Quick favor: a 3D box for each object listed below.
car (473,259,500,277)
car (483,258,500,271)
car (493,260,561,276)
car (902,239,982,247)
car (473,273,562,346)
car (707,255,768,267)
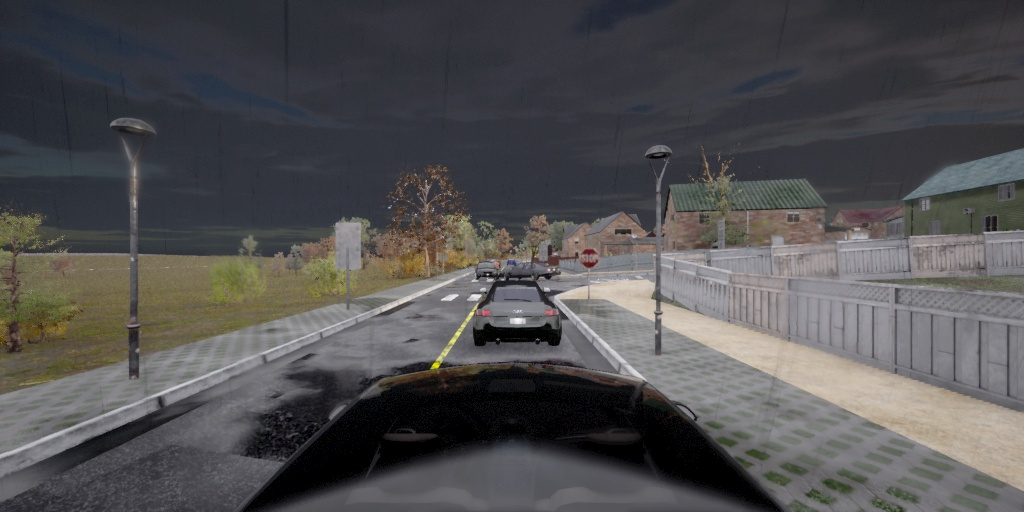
[{"bbox_3d":[-2.294,1.258,31.336,1.837,1.490,4.892,0,0,-8],"label":"car"},{"bbox_3d":[-2.920,1.121,51.154,2.097,1.767,4.553,0,0,1],"label":"car"},{"bbox_3d":[1.297,1.198,28.430,5.357,1.411,2.033,-4,-3,43],"label":"car"},{"bbox_3d":[23.860,-0.209,20.418,4.902,1.511,2.128,-3,0,14],"label":"car"},{"bbox_3d":[0.091,1.313,9.414,1.994,1.385,4.181,0,0,-1],"label":"car"},{"bbox_3d":[14.356,0.413,22.826,4.181,1.385,1.994,-3,0,16],"label":"car"}]
